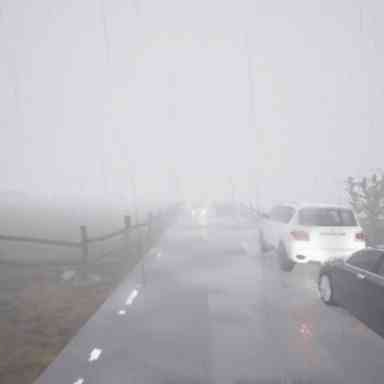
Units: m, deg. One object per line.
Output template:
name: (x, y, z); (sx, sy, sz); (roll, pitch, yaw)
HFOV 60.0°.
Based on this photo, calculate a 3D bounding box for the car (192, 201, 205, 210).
car: (0.972, 2.012, 51.331); (1.895, 1.301, 4.718); (1, -1, 1)

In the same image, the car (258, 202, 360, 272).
car: (3.751, 1.353, 11.413); (2.150, 2.045, 5.566); (1, 0, 1)

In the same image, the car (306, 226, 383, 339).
car: (3.629, 1.595, 5.383); (1.837, 1.490, 4.892); (1, 0, 1)

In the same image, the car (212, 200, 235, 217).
car: (3.466, 1.767, 35.606); (1.882, 1.535, 5.008); (1, -1, 2)
